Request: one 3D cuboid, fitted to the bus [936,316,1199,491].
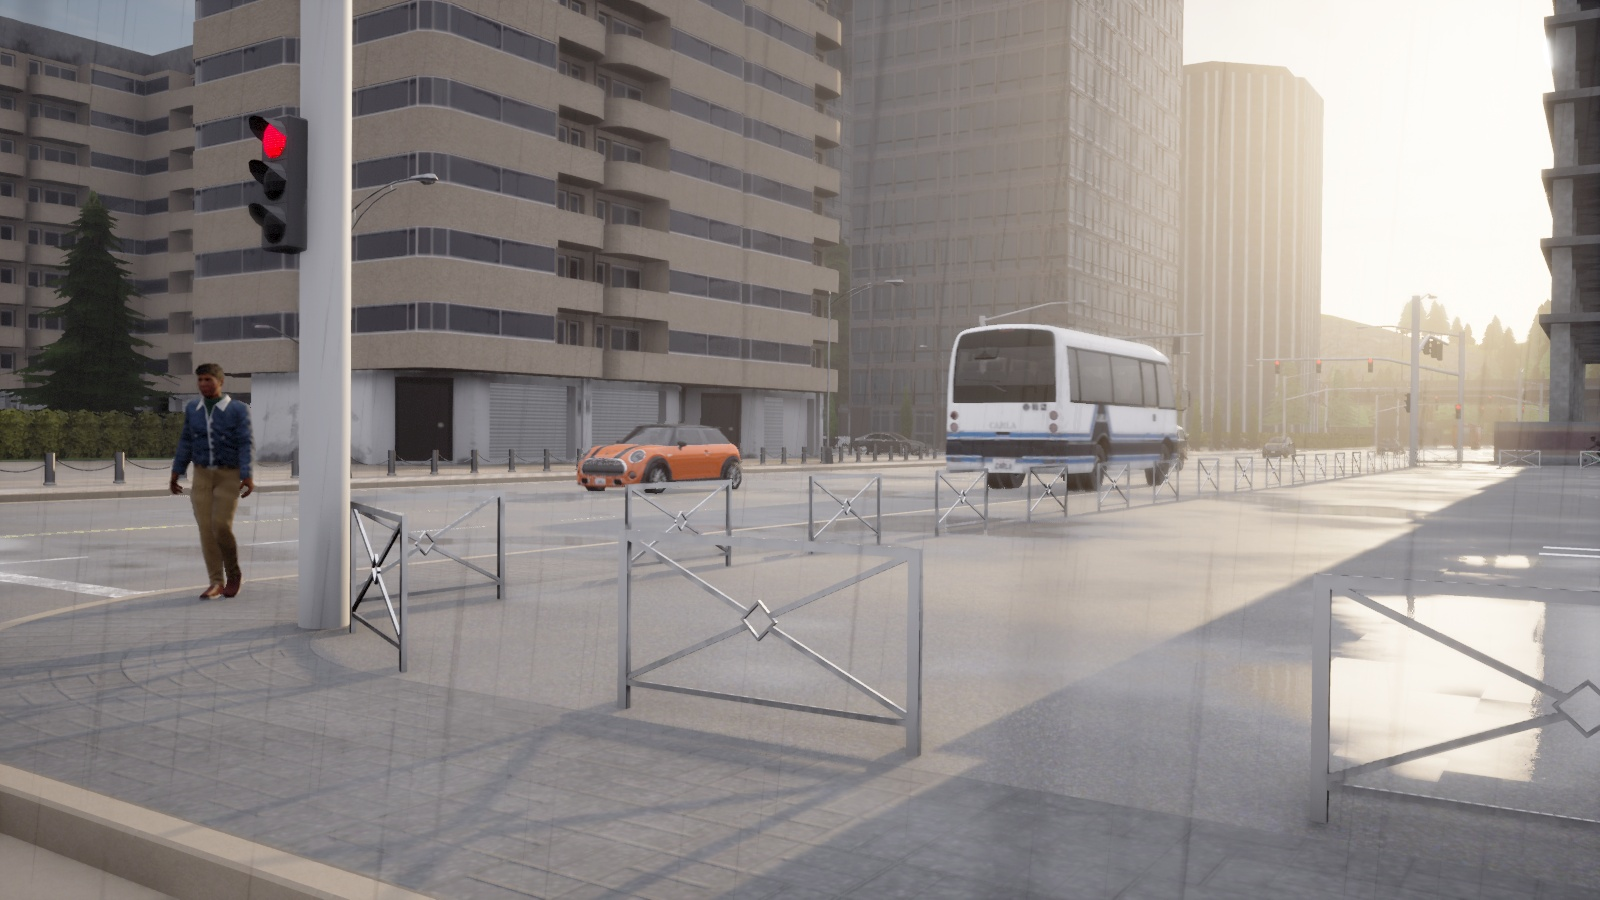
[{"bbox_3d":[7.987,-1.207,35.855,3.944,4.253,10.273,0,1,33],"label":"bus"}]

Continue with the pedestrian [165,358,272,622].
[{"bbox_3d":[-4.467,0.294,9.680,0.423,1.949,0.788,-1,1,1],"label":"pedestrian"}]

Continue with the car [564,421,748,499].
[{"bbox_3d":[-3.457,0.198,31.019,2.097,1.767,4.553,0,1,33],"label":"car"}]

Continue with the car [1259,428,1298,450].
[{"bbox_3d":[33.981,-0.780,89.109,1.845,1.501,3.633,0,1,33],"label":"car"}]

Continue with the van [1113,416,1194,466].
[{"bbox_3d":[15.001,-0.407,53.198,2.069,2.038,4.480,0,1,33],"label":"van"}]

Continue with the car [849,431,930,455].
[{"bbox_3d":[5.742,-0.475,80.826,4.892,1.490,1.837,0,1,33],"label":"car"}]
